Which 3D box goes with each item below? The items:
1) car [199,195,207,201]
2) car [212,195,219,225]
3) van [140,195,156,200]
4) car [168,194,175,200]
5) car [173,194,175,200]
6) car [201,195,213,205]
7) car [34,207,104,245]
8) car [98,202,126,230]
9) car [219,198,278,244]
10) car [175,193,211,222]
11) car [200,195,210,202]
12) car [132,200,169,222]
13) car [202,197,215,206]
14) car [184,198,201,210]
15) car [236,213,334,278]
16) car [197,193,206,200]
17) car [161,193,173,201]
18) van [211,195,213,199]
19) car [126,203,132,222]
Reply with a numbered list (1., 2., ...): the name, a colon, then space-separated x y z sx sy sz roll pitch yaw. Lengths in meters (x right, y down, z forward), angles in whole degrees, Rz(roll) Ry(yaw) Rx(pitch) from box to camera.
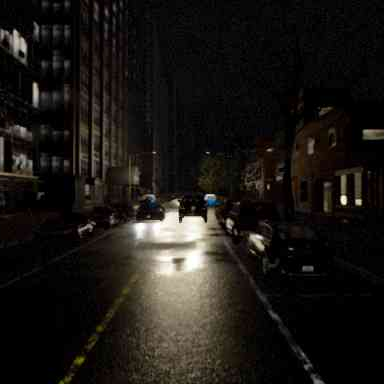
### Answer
1. car: 2.662 1.392 82.185 1.752 1.417 4.829 1 0 0
2. car: 2.694 1.301 21.005 2.192 1.841 5.009 1 0 0
3. van: -5.697 1.295 43.186 1.690 1.788 3.998 1 0 0
4. car: -5.724 1.362 92.930 1.752 1.417 4.829 1 0 0
5. car: -5.713 1.197 76.463 2.192 1.841 5.009 1 0 0
6. car: 2.674 1.361 59.830 1.967 1.590 4.097 1 0 0
7. car: -5.688 1.574 15.452 1.802 1.307 4.206 1 0 0
8. car: -5.690 1.568 21.000 1.802 1.307 4.206 1 0 0
9. car: 2.696 1.307 15.456 2.192 1.841 5.009 1 0 0
10. car: 0.085 1.205 26.136 2.150 2.045 5.566 0 1 0
11. car: 2.667 1.440 70.924 1.887 1.381 4.507 1 0 0
12. car: -3.086 1.545 25.618 1.994 1.385 4.181 0 0 0
13. car: 2.674 1.499 54.284 1.947 1.339 4.313 1 0 0
14. car: 0.079 1.501 43.558 2.033 1.411 5.357 0 0 0
15. car: 2.696 1.547 9.910 2.008 1.369 4.403 1 0 0
16. car: 2.659 1.151 93.106 2.192 1.841 5.009 1 0 0
17. car: -5.714 1.478 70.917 1.802 1.307 4.206 1 0 0
18. van: 2.680 1.285 48.737 1.690 1.788 3.998 1 0 0
19. car: -5.692 1.525 26.547 1.887 1.381 4.507 1 0 0
